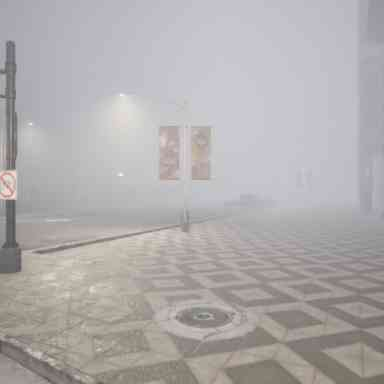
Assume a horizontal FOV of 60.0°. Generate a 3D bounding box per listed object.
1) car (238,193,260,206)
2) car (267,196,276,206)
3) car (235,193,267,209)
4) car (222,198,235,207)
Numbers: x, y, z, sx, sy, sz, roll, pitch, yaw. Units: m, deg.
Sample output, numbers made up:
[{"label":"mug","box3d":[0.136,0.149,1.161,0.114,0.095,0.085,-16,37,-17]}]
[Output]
[{"label":"car","box3d":[9.762,1.180,56.630,2.150,2.045,5.566,0,0,26]},{"label":"car","box3d":[12.671,1.447,55.178,2.128,1.511,4.902,0,0,26]},{"label":"car","box3d":[8.159,1.187,45.846,2.150,2.045,5.566,0,0,26]},{"label":"car","box3d":[6.106,1.568,49.063,1.895,1.301,4.718,0,0,27]}]
